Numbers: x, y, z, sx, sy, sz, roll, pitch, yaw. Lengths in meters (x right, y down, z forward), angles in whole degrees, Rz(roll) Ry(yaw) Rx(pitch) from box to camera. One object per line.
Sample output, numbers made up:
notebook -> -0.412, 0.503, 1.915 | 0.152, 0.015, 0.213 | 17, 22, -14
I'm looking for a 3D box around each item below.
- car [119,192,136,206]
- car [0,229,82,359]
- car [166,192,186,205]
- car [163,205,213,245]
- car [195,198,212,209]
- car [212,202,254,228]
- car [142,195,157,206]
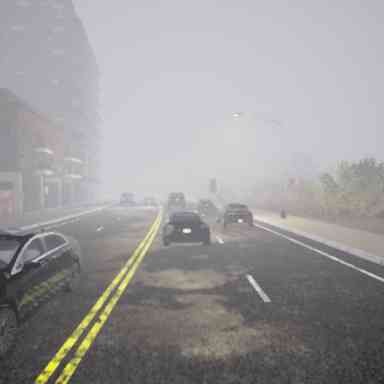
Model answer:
car -> -9.628, 1.023, 49.846 | 2.150, 2.045, 5.566 | 0, 0, -6
car -> -3.456, 1.481, 5.918 | 2.128, 1.511, 4.902 | 0, 0, -1
car -> -1.974, 1.034, 40.669 | 2.150, 2.045, 5.566 | 0, 0, -5
car -> -0.288, 1.497, 15.142 | 1.994, 1.385, 4.181 | 0, 0, -2
car -> 1.424, 1.372, 38.525 | 1.994, 1.385, 4.181 | 0, 0, -5
car -> 2.651, 1.395, 21.416 | 1.837, 1.490, 4.892 | 0, 0, -3
car -> -6.419, 1.273, 50.337 | 2.128, 1.511, 4.902 | 0, 0, -6
